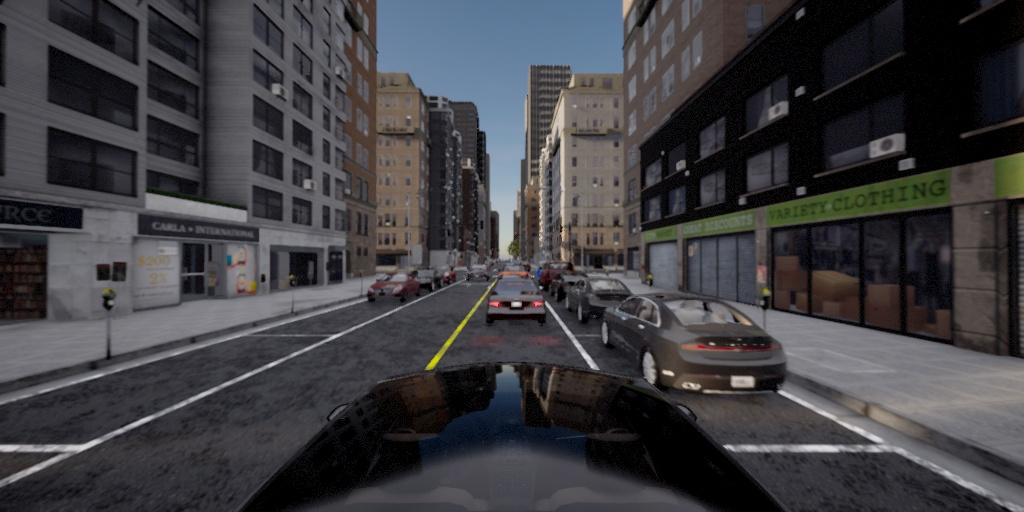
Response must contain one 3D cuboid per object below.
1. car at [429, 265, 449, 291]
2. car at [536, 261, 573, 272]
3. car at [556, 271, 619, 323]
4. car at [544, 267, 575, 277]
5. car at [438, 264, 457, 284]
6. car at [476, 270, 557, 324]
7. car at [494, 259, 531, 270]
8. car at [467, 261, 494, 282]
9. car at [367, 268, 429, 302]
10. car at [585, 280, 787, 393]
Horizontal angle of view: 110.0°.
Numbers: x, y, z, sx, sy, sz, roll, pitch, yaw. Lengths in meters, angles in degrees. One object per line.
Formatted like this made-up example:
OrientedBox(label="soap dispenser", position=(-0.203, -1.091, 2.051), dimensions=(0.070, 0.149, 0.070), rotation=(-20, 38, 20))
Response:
OrientedBox(label="car", position=(-5.631, 1.470, 23.205), dimensions=(1.948, 1.339, 4.313), rotation=(0, 0, 0))
OrientedBox(label="car", position=(2.895, 1.219, 23.196), dimensions=(2.192, 1.841, 5.009), rotation=(0, 0, 0))
OrientedBox(label="car", position=(2.874, 1.376, 12.149), dimensions=(2.007, 1.370, 4.403), rotation=(0, 0, 0))
OrientedBox(label="car", position=(2.885, 1.431, 17.672), dimensions=(1.948, 1.339, 4.313), rotation=(0, 0, 0))
OrientedBox(label="car", position=(-5.621, 1.384, 28.730), dimensions=(1.967, 1.591, 4.097), rotation=(0, 0, 0))
OrientedBox(label="car", position=(0.116, 1.373, 12.200), dimensions=(2.033, 1.411, 5.357), rotation=(0, 0, 0))
OrientedBox(label="car", position=(0.138, 1.257, 23.333), dimensions=(2.097, 1.767, 4.553), rotation=(0, 0, 0))
OrientedBox(label="car", position=(-2.945, 1.414, 32.528), dimensions=(1.812, 1.442, 4.674), rotation=(0, 0, 0))
OrientedBox(label="car", position=(-5.641, 1.446, 17.681), dimensions=(1.802, 1.307, 4.207), rotation=(0, 0, 0))
OrientedBox(label="car", position=(2.864, 1.336, 6.625), dimensions=(2.007, 1.370, 4.403), rotation=(0, 0, 0))
